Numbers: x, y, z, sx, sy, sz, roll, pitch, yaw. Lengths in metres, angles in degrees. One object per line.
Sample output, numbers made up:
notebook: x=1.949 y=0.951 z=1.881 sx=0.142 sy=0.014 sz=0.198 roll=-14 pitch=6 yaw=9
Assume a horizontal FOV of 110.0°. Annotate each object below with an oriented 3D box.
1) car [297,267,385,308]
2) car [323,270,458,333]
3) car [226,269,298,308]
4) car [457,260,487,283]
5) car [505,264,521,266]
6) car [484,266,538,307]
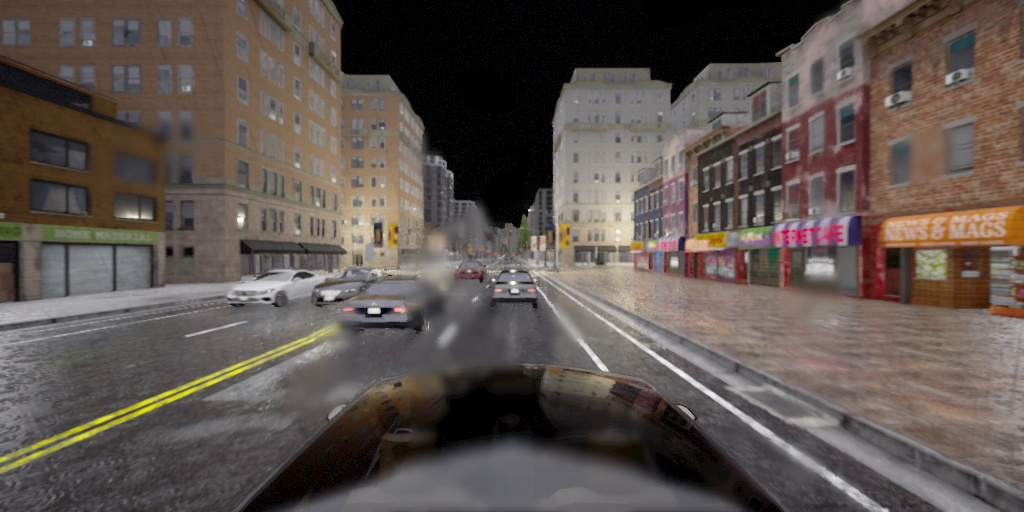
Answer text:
car: x=-6.512 y=1.256 z=15.263 sx=2.128 sy=1.511 sz=4.902 roll=0 pitch=0 yaw=0
car: x=-3.148 y=1.305 z=10.707 sx=2.033 sy=1.411 sz=5.357 roll=0 pitch=0 yaw=0
car: x=-9.760 y=1.289 z=15.390 sx=1.812 sy=1.442 sz=4.674 roll=0 pitch=0 yaw=0
car: x=-3.141 y=1.126 z=28.449 sx=2.097 sy=1.767 sz=4.553 roll=0 pitch=0 yaw=0
car: x=0.110 y=1.378 z=32.756 sx=1.895 sy=1.301 sz=4.718 roll=0 pitch=0 yaw=0
car: x=0.105 y=1.310 z=15.363 sx=2.033 sy=1.411 sz=5.357 roll=0 pitch=0 yaw=0
